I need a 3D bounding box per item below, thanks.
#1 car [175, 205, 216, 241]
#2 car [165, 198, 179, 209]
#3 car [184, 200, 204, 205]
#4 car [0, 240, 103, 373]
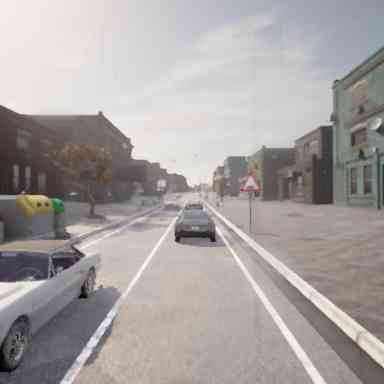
[{"bbox_3d":[0.154,1.607,17.066,1.994,1.385,4.181,0,0,0],"label":"car"},{"bbox_3d":[-2.915,1.634,48.438,1.812,1.442,4.674,0,0,1],"label":"car"},{"bbox_3d":[0.209,1.586,34.559,2.128,1.511,4.902,0,0,0],"label":"car"},{"bbox_3d":[-3.091,1.611,5.760,1.895,1.301,4.718,0,0,0],"label":"car"}]
